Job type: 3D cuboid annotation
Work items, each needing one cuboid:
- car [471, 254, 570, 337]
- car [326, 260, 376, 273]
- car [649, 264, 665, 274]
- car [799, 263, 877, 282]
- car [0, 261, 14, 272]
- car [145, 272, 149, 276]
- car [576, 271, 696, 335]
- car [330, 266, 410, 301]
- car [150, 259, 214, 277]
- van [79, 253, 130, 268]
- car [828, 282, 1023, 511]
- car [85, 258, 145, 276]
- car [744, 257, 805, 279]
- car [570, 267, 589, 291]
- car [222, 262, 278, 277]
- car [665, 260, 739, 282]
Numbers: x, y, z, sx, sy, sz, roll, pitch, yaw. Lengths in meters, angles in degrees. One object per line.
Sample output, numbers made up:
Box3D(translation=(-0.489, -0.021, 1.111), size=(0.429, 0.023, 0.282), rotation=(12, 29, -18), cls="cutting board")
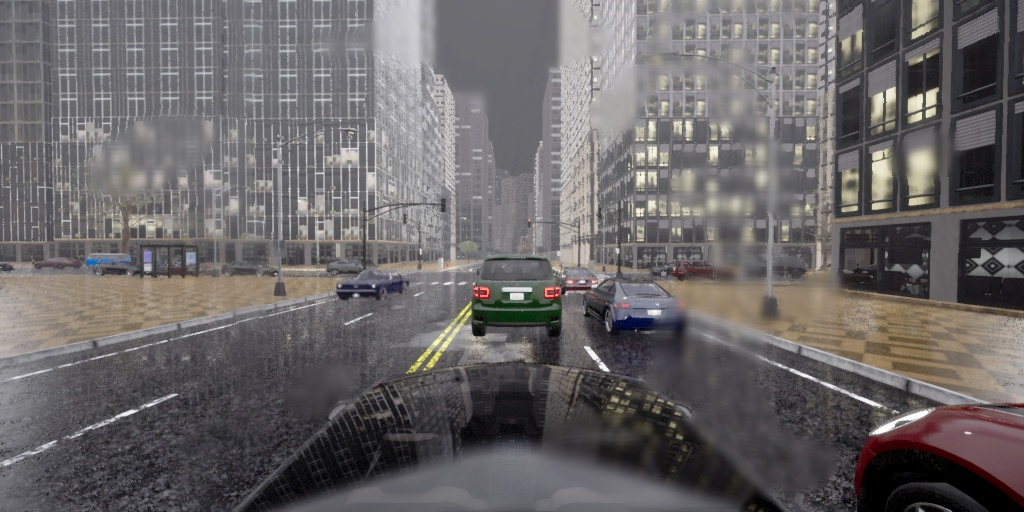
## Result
Box3D(translation=(0.114, 0.967, 10.434), size=(2.150, 2.045, 5.566), rotation=(0, 0, 0), cls="car")
Box3D(translation=(-14.854, 1.126, 33.695), size=(4.902, 1.511, 2.128), rotation=(1, 1, 1), cls="car")
Box3D(translation=(16.470, 1.367, 36.369), size=(4.892, 1.490, 1.837), rotation=(0, 1, -1), cls="car")
Box3D(translation=(27.688, 1.579, 30.353), size=(4.829, 1.417, 1.751), rotation=(0, 0, 1), cls="car")
Box3D(translation=(-51.056, 0.868, 34.558), size=(4.181, 1.385, 1.994), rotation=(0, 1, 2), cls="car")
Box3D(translation=(-31.357, 1.011, 34.054), size=(4.674, 1.442, 1.812), rotation=(0, 1, 2), cls="car")
Box3D(translation=(3.371, 1.310, 10.528), size=(1.994, 1.385, 4.181), rotation=(0, 0, -1), cls="car")
Box3D(translation=(-6.492, 1.343, 17.214), size=(1.895, 1.301, 4.718), rotation=(0, 0, 1), cls="car")
Box3D(translation=(-28.368, 1.138, 31.300), size=(4.207, 1.307, 1.802), rotation=(0, 0, 1), cls="car")
Box3D(translation=(-45.225, 0.605, 40.161), size=(3.998, 1.789, 1.690), rotation=(0, 0, 1), cls="van")
Box3D(translation=(3.344, 1.103, 0.485), size=(2.097, 1.767, 4.553), rotation=(0, 0, 0), cls="car")
Box3D(translation=(-34.048, 1.069, 31.483), size=(4.313, 1.339, 1.948), rotation=(0, 0, 1), cls="car")
Box3D(translation=(26.547, 1.172, 36.153), size=(5.566, 2.045, 2.150), rotation=(1, 1, 1), cls="car")
Box3D(translation=(3.381, 1.288, 19.771), size=(2.033, 1.411, 5.357), rotation=(0, 0, 0), cls="car")
Box3D(translation=(-22.684, 1.174, 31.158), size=(4.313, 1.339, 1.948), rotation=(0, 0, 1), cls="car")
Box3D(translation=(16.240, 1.269, 30.568), size=(5.009, 1.841, 2.192), rotation=(0, 0, 1), cls="car")
